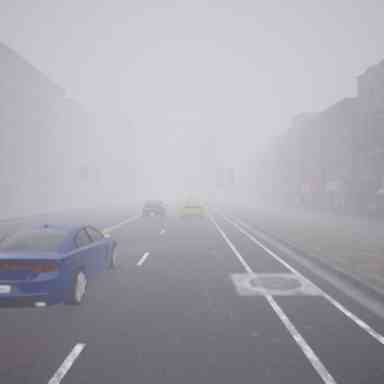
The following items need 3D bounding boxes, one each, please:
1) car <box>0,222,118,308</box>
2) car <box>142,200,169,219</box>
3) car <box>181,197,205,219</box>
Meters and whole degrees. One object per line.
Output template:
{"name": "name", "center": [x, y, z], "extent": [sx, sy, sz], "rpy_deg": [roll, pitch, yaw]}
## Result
{"name": "car", "center": [-3.150, 1.461, 8.019], "extent": [1.882, 1.535, 5.008], "rpy_deg": [0, 0, 0]}
{"name": "car", "center": [-3.141, 1.446, 28.556], "extent": [1.837, 1.490, 4.892], "rpy_deg": [0, 0, 0]}
{"name": "car", "center": [0.043, 1.424, 28.438], "extent": [1.882, 1.535, 5.008], "rpy_deg": [0, 0, 1]}
